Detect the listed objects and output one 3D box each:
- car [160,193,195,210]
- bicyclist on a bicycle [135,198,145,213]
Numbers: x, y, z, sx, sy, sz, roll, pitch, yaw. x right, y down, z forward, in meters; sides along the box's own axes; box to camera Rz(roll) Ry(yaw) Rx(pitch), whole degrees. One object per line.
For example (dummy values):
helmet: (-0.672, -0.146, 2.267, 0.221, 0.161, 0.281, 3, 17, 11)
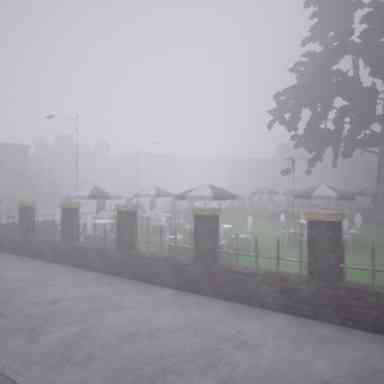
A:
car: (-1.739, 1.161, 42.823, 2.150, 2.045, 5.566, 0, 0, 34)
bicyclist on a bicycle: (-4.022, 1.300, 24.781, 1.656, 1.620, 0.582, 0, 0, 35)
